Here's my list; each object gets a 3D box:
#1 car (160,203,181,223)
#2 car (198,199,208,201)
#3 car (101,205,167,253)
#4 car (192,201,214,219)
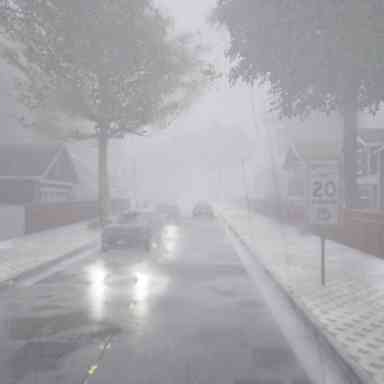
[{"bbox_3d":[-1.956,1.648,27.378,2.128,1.511,4.902,1,0,2],"label":"car"},{"bbox_3d":[1.391,1.695,42.688,1.882,1.535,5.008,1,0,2],"label":"car"},{"bbox_3d":[-2.419,1.551,14.365,1.882,1.535,5.008,1,0,2],"label":"car"},{"bbox_3d":[1.034,1.801,31.033,1.895,1.301,4.718,1,0,2],"label":"car"}]
